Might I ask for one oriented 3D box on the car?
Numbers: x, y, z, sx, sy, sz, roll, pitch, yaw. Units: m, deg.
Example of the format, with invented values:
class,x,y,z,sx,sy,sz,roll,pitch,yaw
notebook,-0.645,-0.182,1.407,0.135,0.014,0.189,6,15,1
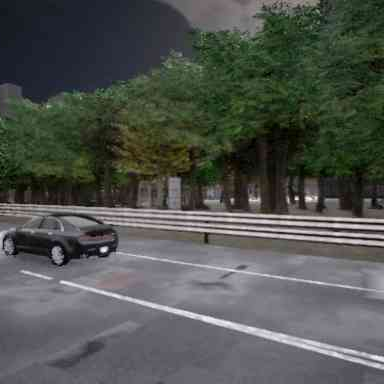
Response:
class,x,y,z,sx,sy,sz,roll,pitch,yaw
car,-4.657,1.509,11.524,4.892,1.490,1.837,0,0,35
